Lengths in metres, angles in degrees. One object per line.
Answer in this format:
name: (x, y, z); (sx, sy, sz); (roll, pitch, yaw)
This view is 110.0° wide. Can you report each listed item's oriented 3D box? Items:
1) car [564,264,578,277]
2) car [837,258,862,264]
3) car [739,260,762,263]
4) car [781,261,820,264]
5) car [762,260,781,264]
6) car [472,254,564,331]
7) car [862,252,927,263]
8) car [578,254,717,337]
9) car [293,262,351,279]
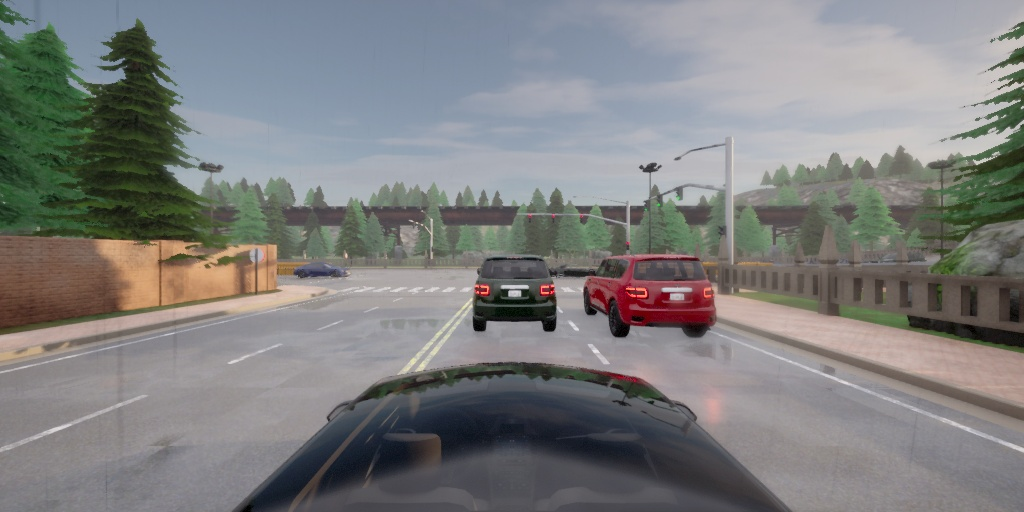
car: (5.508, 1.351, 31.502); (4.718, 1.301, 1.895); (0, 0, 0)
car: (41.756, 1.081, 45.553); (4.902, 1.511, 2.128); (-2, 0, 0)
car: (25.828, 1.241, 42.097); (4.902, 1.511, 2.128); (0, 0, 0)
car: (34.741, 1.302, 42.068); (4.181, 1.385, 1.994); (0, 0, 0)
car: (31.376, 1.297, 45.588); (5.357, 1.411, 2.033); (0, 0, 0)
car: (0.070, 0.971, 11.063); (2.150, 2.045, 5.566); (0, 0, 0)
car: (45.137, 0.669, 42.055); (5.566, 2.045, 2.150); (-3, 0, -1)
car: (3.570, 0.971, 10.386); (2.150, 2.045, 5.566); (0, 0, 0)
car: (-16.696, 1.276, 31.626); (4.674, 1.442, 1.812); (0, 0, 0)
